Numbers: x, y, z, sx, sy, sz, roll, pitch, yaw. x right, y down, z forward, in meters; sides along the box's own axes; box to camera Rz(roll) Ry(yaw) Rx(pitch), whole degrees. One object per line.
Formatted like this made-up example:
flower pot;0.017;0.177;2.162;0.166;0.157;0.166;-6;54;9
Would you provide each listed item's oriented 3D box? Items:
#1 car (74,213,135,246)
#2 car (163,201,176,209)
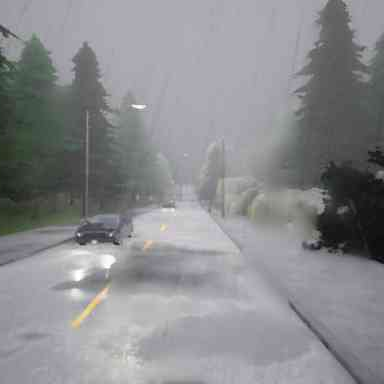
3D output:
car;-4.091;1.742;16.586;2.033;1.411;5.357;0;-1;0
car;-3.950;2.245;58.426;1.994;1.385;4.181;0;-1;1
